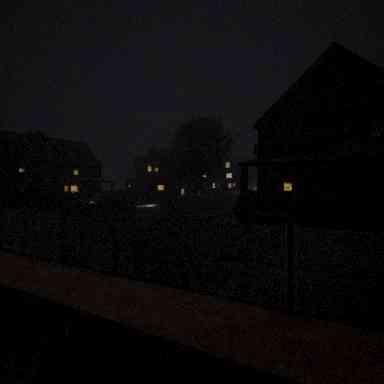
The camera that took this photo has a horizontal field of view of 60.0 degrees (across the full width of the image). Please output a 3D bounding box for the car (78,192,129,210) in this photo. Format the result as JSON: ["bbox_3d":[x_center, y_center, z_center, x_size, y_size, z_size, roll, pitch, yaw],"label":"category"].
[{"bbox_3d":[-7.442,0.840,27.933,2.097,1.767,4.553,1,2,35],"label":"car"}]

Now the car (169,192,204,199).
[{"bbox_3d":[-0.565,0.757,37.658,2.033,1.411,5.357,1,2,35],"label":"car"}]

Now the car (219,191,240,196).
[{"bbox_3d":[5.594,0.509,46.288,2.033,1.411,5.357,1,2,36],"label":"car"}]
